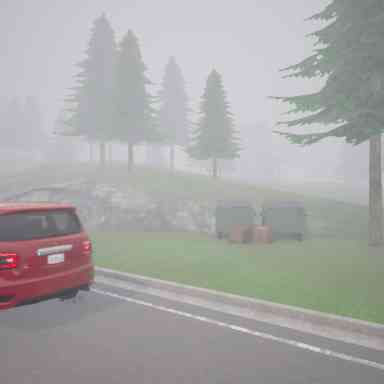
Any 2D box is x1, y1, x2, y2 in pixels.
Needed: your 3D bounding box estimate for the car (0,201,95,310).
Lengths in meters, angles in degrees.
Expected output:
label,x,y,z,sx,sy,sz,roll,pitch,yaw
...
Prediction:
label,x,y,z,sx,sy,sz,roll,pitch,yaw
car,-4.485,1.221,7.194,5.566,2.045,2.150,0,0,36
